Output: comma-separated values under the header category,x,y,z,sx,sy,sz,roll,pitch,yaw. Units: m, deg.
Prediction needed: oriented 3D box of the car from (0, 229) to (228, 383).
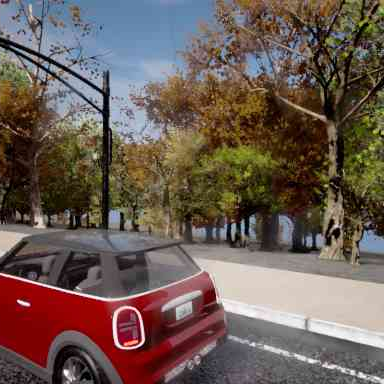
category,x,y,z,sx,sy,sz,roll,pitch,yaw
car,-1.815,1.351,4.979,4.553,1.767,2.097,0,0,36
